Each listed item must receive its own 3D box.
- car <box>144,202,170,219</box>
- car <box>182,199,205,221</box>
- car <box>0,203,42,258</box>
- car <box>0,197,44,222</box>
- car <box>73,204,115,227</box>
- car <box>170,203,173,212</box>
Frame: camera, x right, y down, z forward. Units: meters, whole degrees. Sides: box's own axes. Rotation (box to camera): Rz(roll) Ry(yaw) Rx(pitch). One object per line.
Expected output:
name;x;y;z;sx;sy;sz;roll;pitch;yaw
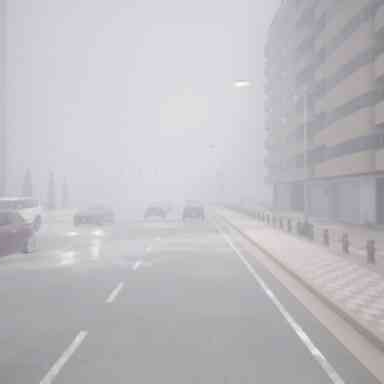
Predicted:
car;-3.367;1.699;31.187;1.812;1.442;4.674;0;0;0
car;0.134;1.642;29.439;1.882;1.535;5.008;0;0;0
car;-7.056;1.412;10.817;2.097;1.767;4.553;0;0;0
car;-10.479;1.313;18.894;2.150;2.045;5.566;0;0;0
car;-7.027;1.611;24.255;1.882;1.535;5.008;0;-1;1
car;-3.406;1.830;41.222;1.895;1.301;4.718;0;0;0
